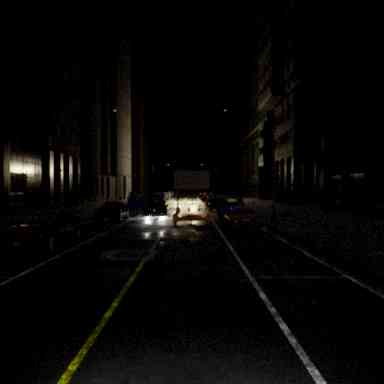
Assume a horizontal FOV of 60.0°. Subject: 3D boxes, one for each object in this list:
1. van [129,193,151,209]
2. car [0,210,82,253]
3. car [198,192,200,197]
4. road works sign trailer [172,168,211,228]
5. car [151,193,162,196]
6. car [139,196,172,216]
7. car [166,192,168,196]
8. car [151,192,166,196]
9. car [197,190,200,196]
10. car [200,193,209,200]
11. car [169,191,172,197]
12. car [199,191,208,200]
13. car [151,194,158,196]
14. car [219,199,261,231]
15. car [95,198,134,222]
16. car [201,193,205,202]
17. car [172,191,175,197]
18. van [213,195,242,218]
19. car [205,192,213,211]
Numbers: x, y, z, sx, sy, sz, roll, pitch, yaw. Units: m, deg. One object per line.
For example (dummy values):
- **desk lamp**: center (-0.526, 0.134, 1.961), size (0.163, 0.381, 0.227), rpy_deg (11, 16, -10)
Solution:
- **van**: center (-5.787, 1.054, 35.730), size (1.690, 1.788, 3.998), rpy_deg (0, 0, 0)
- **car**: center (-5.773, 1.436, 13.185), size (1.887, 1.381, 4.507), rpy_deg (0, 0, 0)
- **car**: center (2.722, 1.056, 63.929), size (1.947, 1.339, 4.313), rpy_deg (0, 0, 0)
- **road works sign trailer**: center (-0.013, 0.294, 20.781), size (2.380, 3.560, 2.880), rpy_deg (0, 0, 0)
- **car**: center (-5.793, 1.190, 47.005), size (1.947, 1.339, 4.313), rpy_deg (0, 0, 0)
- **car**: center (-3.115, 1.326, 29.446), size (1.994, 1.385, 4.181), rpy_deg (0, 0, 0)
- **car**: center (-5.799, 1.080, 58.278), size (1.887, 1.381, 4.507), rpy_deg (0, 0, 0)
- **car**: center (-5.797, 0.894, 52.639), size (2.192, 1.841, 5.009), rpy_deg (0, 0, 0)
- **car**: center (2.718, 0.761, 69.563), size (2.192, 1.841, 5.009), rpy_deg (0, 0, 0)
- **car**: center (2.716, 0.946, 75.201), size (1.887, 1.381, 4.507), rpy_deg (0, 0, 0)
- **car**: center (-5.806, 0.887, 69.550), size (1.967, 1.590, 4.097), rpy_deg (0, 0, 0)
- **car**: center (2.725, 0.974, 58.291), size (1.967, 1.590, 4.097), rpy_deg (0, 0, 0)
- **car**: center (-5.789, 1.234, 41.368), size (1.947, 1.339, 4.313), rpy_deg (0, 0, 0)
- **car**: center (2.748, 1.369, 19.010), size (1.752, 1.417, 4.829), rpy_deg (0, 0, 0)
- **car**: center (-5.780, 1.367, 24.458), size (1.947, 1.339, 4.313), rpy_deg (0, 0, 0)
- **car**: center (2.732, 1.173, 47.020), size (2.008, 1.369, 4.403), rpy_deg (0, 0, 0)
- **car**: center (-5.813, 0.798, 80.823), size (1.967, 1.590, 4.097), rpy_deg (0, 0, 0)
- **van**: center (2.745, 1.142, 24.474), size (1.690, 1.788, 3.998), rpy_deg (0, 0, 0)
- **car**: center (2.738, 1.152, 35.747), size (1.967, 1.590, 4.097), rpy_deg (0, 0, 0)
